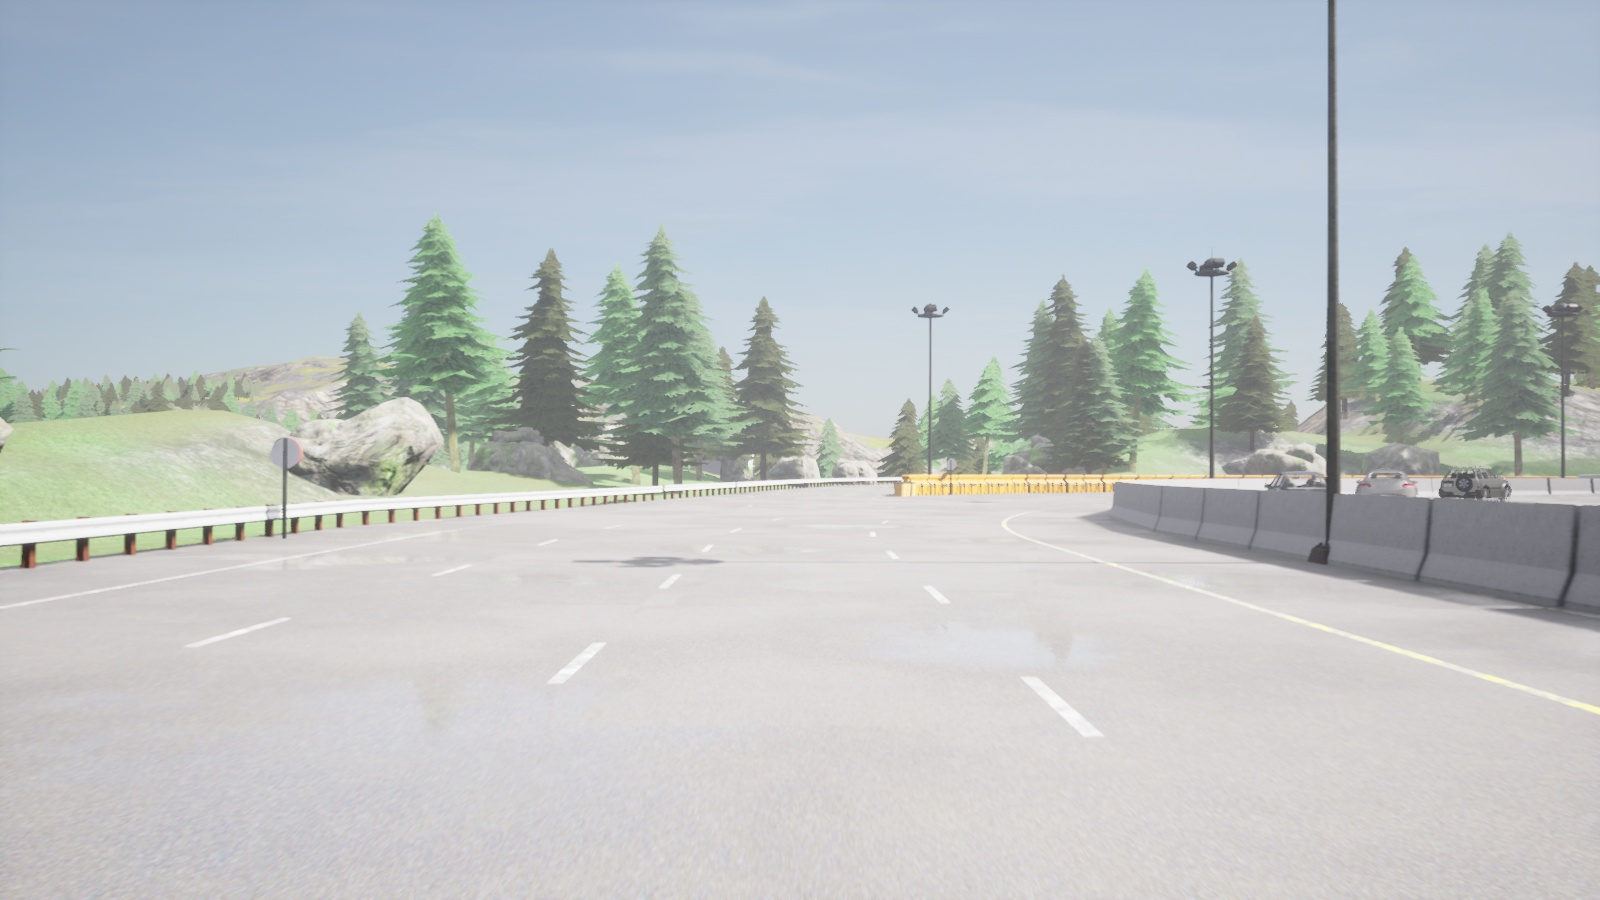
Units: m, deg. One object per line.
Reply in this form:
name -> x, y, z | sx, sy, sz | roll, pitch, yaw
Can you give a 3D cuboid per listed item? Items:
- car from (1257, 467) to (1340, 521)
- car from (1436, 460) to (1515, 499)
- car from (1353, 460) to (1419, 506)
car -> 15.303, 1.323, 38.720 | 1.789, 1.549, 3.705 | -1, -1, 13
car -> 33.190, 1.431, 61.656 | 4.605, 1.855, 1.932 | 1, -1, -42
car -> 22.220, 1.229, 47.596 | 2.152, 1.651, 5.027 | -1, -1, 25
